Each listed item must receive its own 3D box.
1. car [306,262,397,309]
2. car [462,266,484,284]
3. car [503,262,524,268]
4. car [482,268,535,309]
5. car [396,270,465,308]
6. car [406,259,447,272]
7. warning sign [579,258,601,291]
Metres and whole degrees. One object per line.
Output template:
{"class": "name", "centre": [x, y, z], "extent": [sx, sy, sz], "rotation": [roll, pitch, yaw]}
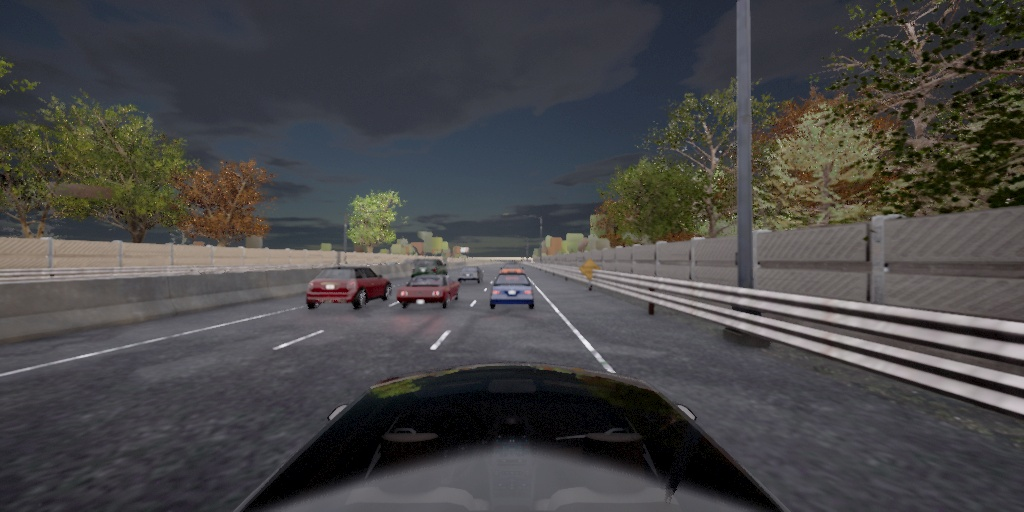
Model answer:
{"class": "car", "centre": [-6.996, 1.235, 15.920], "extent": [2.097, 1.767, 4.553], "rotation": [0, -1, 0]}
{"class": "car", "centre": [-3.496, 1.584, 30.835], "extent": [2.033, 1.411, 5.357], "rotation": [0, -1, 0]}
{"class": "car", "centre": [0.005, 1.387, 30.919], "extent": [2.097, 1.767, 4.553], "rotation": [0, -1, 0]}
{"class": "car", "centre": [0.002, 1.432, 15.835], "extent": [2.033, 1.411, 5.357], "rotation": [0, -1, 0]}
{"class": "car", "centre": [-3.497, 1.486, 15.953], "extent": [1.895, 1.301, 4.718], "rotation": [0, -1, 0]}
{"class": "car", "centre": [-6.996, 1.253, 30.872], "extent": [2.150, 2.045, 5.566], "rotation": [0, 0, 0]}
{"class": "warning sign", "centre": [4.552, 1.050, 20.963], "extent": [1.300, 1.860, 1.060], "rotation": [0, 0, 0]}
